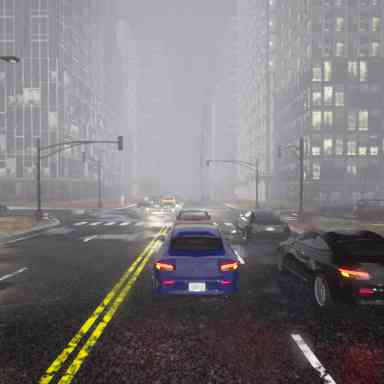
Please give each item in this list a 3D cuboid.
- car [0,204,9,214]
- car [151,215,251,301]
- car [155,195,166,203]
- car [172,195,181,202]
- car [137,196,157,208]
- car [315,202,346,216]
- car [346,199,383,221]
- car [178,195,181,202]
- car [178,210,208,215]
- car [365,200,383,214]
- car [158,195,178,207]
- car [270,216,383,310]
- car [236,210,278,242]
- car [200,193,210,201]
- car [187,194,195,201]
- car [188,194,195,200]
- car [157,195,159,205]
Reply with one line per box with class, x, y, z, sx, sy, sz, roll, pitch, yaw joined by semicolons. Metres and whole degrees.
car;-19.811;1.442;31.081;4.718;1.301;1.895;1;1;1
car;0.087;1.522;8.213;1.812;1.442;4.674;0;0;0
car;-6.630;1.439;70.154;1.837;1.490;4.892;0;0;0
car;-3.387;1.411;74.108;1.882;1.535;5.008;0;0;0
car;-6.686;1.513;47.876;2.033;1.411;5.357;0;0;0
car;15.040;1.702;33.755;4.718;1.301;1.895;0;1;1
car;16.151;1.519;27.967;5.009;1.841;2.192;1;0;1
car;-3.433;1.552;60.669;1.895;1.301;4.718;0;0;0
car;0.071;1.591;17.380;1.895;1.301;4.718;0;0;0
car;21.744;1.643;36.264;4.829;1.417;1.752;1;0;1
car;-3.434;1.442;49.275;1.882;1.535;5.008;0;0;0
car;3.338;1.522;7.649;1.812;1.442;4.674;0;0;0
car;3.325;1.555;16.219;1.994;1.385;4.181;0;0;-1
car;3.105;1.144;78.761;2.150;2.045;5.566;0;0;0
car;-0.146;1.514;79.172;1.895;1.301;4.718;0;0;0
car;-0.165;1.267;89.144;1.812;1.442;4.674;0;0;0
car;-6.687;1.458;58.572;1.837;1.490;4.892;0;0;0
